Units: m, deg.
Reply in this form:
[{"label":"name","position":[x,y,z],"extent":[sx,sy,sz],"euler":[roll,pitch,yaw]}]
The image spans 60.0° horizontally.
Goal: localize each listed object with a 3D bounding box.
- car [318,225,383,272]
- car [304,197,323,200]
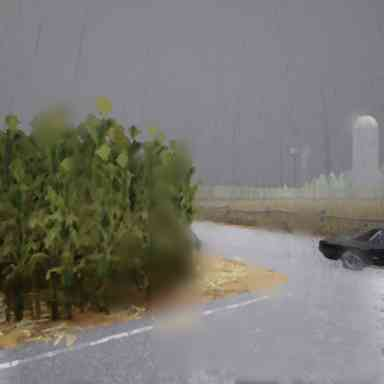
[{"label":"car","position":[6.193,1.636,9.320],"extent":[4.718,1.301,1.895],"euler":[0,0,38]},{"label":"car","position":[27.257,1.776,74.571],"extent":[4.181,1.385,1.994],"euler":[0,0,17]}]
